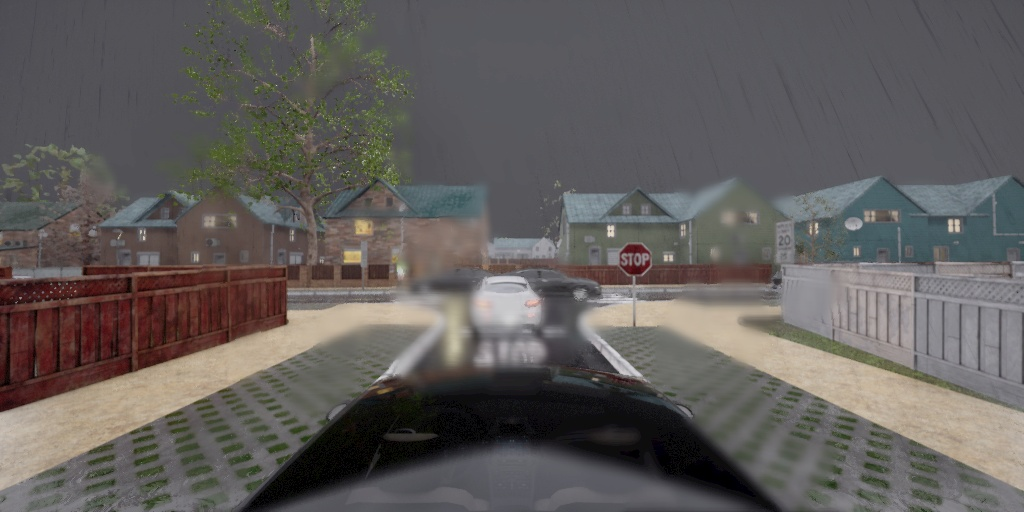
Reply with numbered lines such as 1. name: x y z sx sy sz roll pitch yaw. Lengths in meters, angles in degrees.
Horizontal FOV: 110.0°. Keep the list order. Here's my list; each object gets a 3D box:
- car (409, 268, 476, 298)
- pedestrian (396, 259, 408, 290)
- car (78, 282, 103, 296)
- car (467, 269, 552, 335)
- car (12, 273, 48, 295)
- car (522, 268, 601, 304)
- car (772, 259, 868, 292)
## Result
1. car: -2.900 1.359 18.758 4.892 1.490 1.837 0 -1 1
2. pedestrian: -6.709 1.105 21.729 0.375 1.860 0.375 0 -1 1
3. car: -16.230 1.394 15.987 5.008 1.535 1.882 -1 -1 1
4. car: -0.214 1.273 10.445 1.812 1.442 4.674 0 0 -4
5. car: -27.660 1.643 19.086 4.674 1.442 1.812 -1 -1 1
6. car: 1.407 1.268 15.743 4.892 1.490 1.837 -1 -1 1
7. car: 16.125 1.037 18.513 4.553 1.767 2.097 -1 -1 1
